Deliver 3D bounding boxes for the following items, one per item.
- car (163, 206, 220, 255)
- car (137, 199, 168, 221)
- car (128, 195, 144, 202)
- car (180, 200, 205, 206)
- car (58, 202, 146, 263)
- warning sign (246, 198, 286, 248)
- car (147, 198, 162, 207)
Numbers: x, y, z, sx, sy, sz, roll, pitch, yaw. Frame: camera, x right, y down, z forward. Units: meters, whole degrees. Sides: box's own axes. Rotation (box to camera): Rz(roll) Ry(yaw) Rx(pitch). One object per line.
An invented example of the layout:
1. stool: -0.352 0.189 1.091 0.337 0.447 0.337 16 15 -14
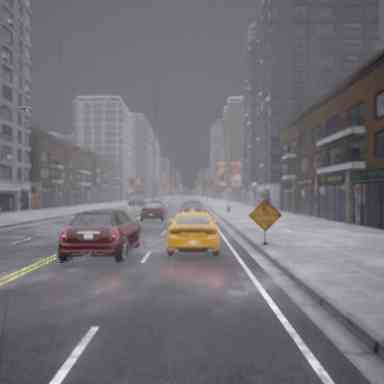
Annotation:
1. car: 0.056 1.550 13.673 1.882 1.535 5.008 0 0 0
2. car: -3.189 1.629 28.698 1.882 1.535 5.008 0 0 1
3. car: -9.779 1.532 58.684 2.150 2.045 5.566 0 0 1
4. car: 0.051 1.497 27.454 2.097 1.767 4.553 0 0 1
5. car: -3.202 1.417 12.463 2.097 1.767 4.553 0 0 0
6. warning sign: 2.849 1.184 12.980 1.300 1.860 1.060 0 -1 0
7. car: -6.524 1.859 58.661 2.033 1.411 5.357 0 0 1
